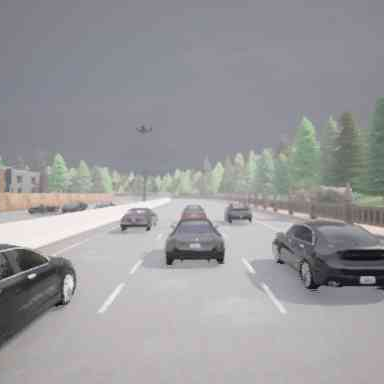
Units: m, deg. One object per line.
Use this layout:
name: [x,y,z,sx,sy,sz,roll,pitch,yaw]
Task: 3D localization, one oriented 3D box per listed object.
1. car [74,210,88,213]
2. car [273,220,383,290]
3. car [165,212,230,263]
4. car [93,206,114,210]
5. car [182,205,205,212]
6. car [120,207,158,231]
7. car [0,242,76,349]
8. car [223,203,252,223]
car: [-13.995,1.822,40.043,1.882,1.535,5.008,0,0,0]
car: [3.588,1.544,9.189,1.837,1.490,4.892,0,0,0]
car: [0.105,1.644,12.286,1.994,1.385,4.181,0,0,0]
car: [-10.495,1.850,40.251,1.812,1.442,4.674,0,-1,0]
car: [0.145,1.742,27.539,1.994,1.385,4.181,0,0,0]
car: [-3.394,1.711,21.968,2.033,1.411,5.357,0,0,1]
car: [-3.437,1.562,5.314,1.837,1.490,4.892,0,0,0]
car: [3.640,1.644,26.841,2.128,1.511,4.902,0,0,0]
